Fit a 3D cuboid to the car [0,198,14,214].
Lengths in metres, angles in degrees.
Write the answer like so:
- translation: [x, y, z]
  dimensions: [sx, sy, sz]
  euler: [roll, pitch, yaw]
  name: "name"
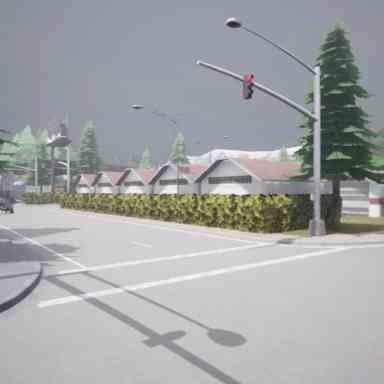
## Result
- translation: [-19.367, 1.352, 33.710]
  dimensions: [1.837, 1.490, 4.892]
  euler: [0, 0, -38]
  name: "car"
